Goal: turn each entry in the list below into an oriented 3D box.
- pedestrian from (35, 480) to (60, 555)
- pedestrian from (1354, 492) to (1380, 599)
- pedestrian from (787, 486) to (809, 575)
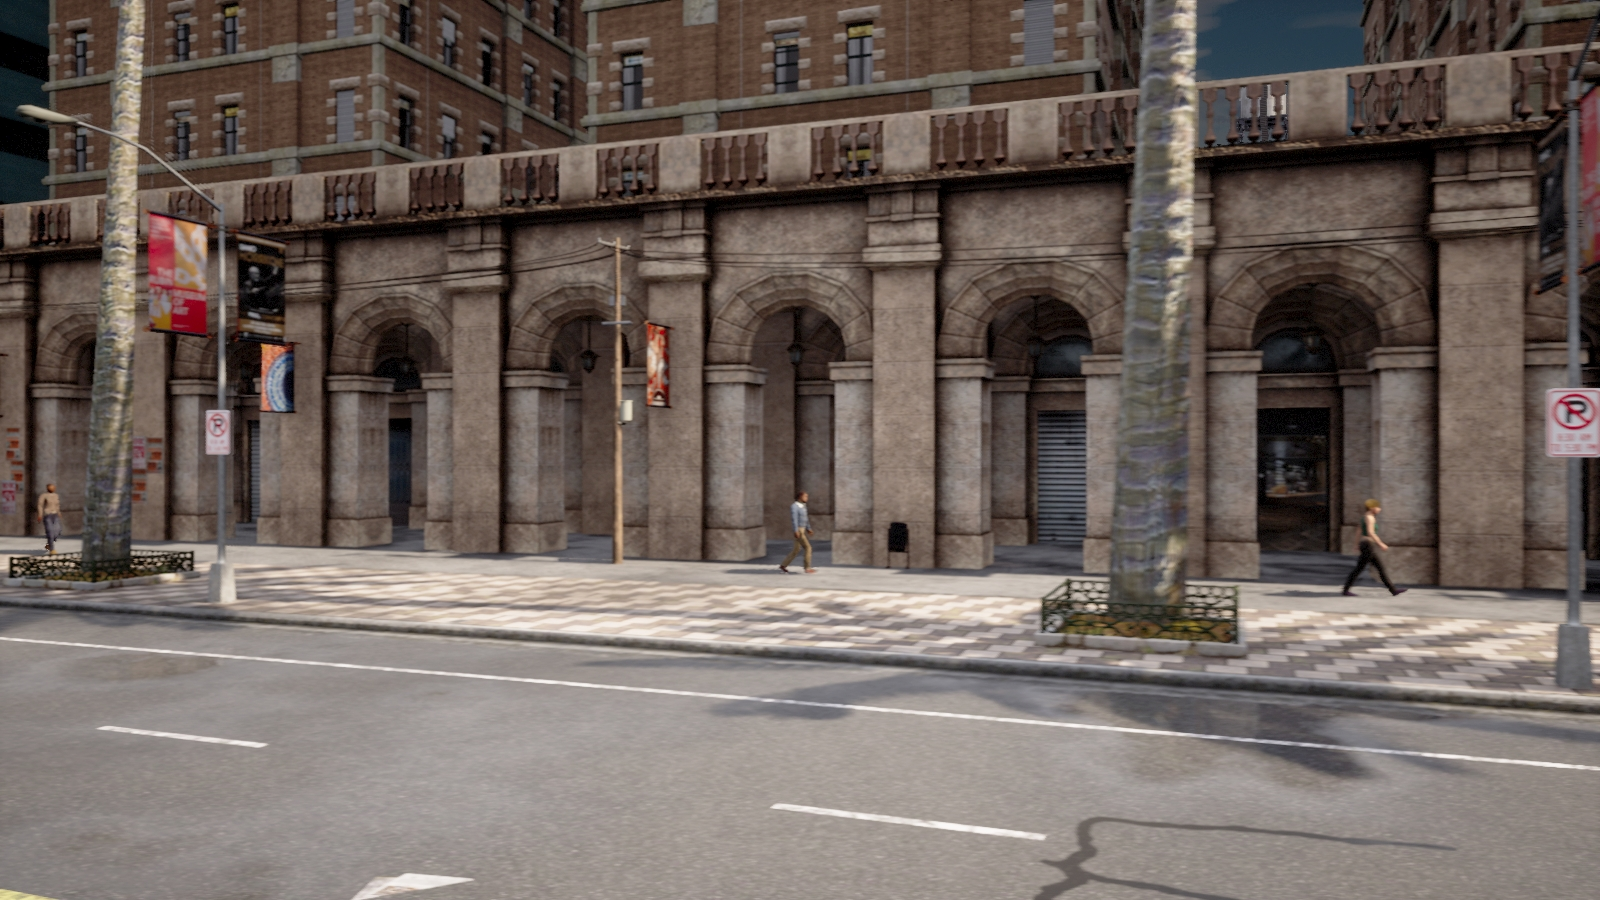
[{"bbox_3d":[-18.950,1.693,28.791,0.375,1.860,0.375,0,0,20],"label":"pedestrian"},{"bbox_3d":[10.131,1.698,20.427,0.375,1.860,0.375,0,0,20],"label":"pedestrian"},{"bbox_3d":[-0.043,1.695,24.215,0.375,1.860,0.375,0,0,20],"label":"pedestrian"}]
